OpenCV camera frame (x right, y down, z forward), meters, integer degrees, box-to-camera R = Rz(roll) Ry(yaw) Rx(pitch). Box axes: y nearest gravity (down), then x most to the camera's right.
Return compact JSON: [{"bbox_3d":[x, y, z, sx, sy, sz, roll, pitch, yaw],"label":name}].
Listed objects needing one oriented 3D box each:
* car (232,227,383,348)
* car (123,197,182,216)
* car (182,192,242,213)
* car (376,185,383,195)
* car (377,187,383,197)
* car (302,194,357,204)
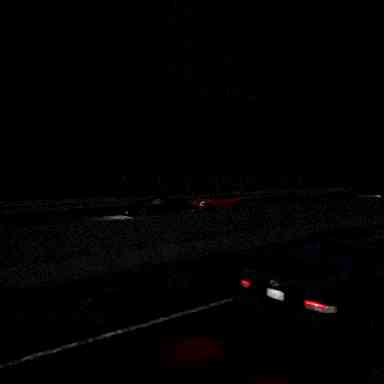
[{"bbox_3d":[3.183,1.372,6.017,5.357,1.411,2.033,-2,1,-35],"label":"car"},{"bbox_3d":[-2.974,1.136,27.666,5.357,1.411,2.033,-2,1,-36],"label":"car"},{"bbox_3d":[1.859,0.830,26.811,4.553,1.767,2.097,-2,1,-35],"label":"car"},{"bbox_3d":[30.592,-0.322,51.543,4.674,1.442,1.812,-3,2,-35],"label":"car"},{"bbox_3d":[24.114,-0.145,38.370,5.566,2.045,2.150,-2,1,-35],"label":"car"},{"bbox_3d":[9.932,0.864,23.973,5.357,1.411,2.033,-2,1,-35],"label":"car"}]
